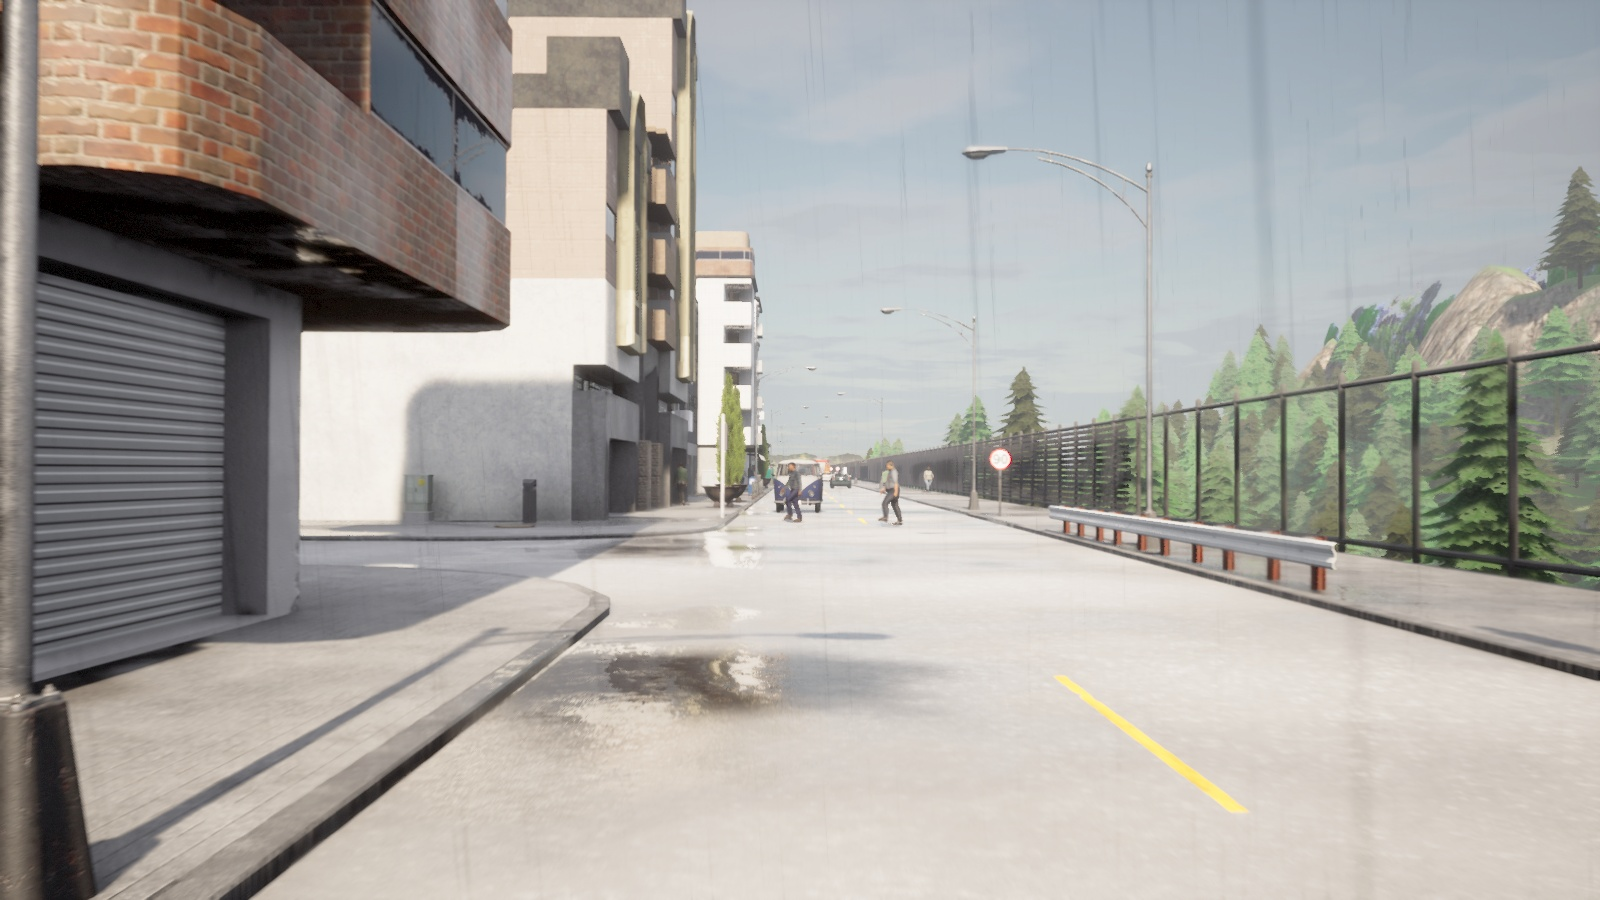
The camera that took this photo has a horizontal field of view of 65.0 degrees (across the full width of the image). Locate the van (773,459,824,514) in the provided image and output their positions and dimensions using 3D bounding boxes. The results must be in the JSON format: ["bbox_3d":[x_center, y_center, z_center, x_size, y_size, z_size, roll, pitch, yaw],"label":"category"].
[{"bbox_3d":[-0.020,1.374,48.192,1.775,1.987,4.442,0,-1,2],"label":"van"}]

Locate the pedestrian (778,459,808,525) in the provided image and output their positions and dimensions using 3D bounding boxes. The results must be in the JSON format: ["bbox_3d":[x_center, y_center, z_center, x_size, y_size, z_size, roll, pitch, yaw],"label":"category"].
[{"bbox_3d":[-0.214,1.253,37.723,0.788,1.949,0.423,0,-1,-19],"label":"pedestrian"}]

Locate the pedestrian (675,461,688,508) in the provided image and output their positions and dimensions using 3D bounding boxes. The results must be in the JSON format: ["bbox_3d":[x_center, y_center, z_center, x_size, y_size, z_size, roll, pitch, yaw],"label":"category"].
[{"bbox_3d":[-4.948,1.421,52.454,0.423,1.949,0.788,0,-1,-16],"label":"pedestrian"}]

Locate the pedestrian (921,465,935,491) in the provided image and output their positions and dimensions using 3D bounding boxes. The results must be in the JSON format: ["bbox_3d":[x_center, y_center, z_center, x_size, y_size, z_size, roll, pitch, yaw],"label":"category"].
[{"bbox_3d":[8.958,1.960,87.899,0.874,1.855,0.900,0,-1,-3],"label":"pedestrian"}]

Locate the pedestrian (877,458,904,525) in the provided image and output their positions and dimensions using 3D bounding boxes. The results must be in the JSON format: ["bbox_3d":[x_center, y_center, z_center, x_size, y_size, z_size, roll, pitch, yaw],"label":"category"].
[{"bbox_3d":[2.532,1.161,35.116,0.694,1.848,0.540,0,-1,1],"label":"pedestrian"}]
